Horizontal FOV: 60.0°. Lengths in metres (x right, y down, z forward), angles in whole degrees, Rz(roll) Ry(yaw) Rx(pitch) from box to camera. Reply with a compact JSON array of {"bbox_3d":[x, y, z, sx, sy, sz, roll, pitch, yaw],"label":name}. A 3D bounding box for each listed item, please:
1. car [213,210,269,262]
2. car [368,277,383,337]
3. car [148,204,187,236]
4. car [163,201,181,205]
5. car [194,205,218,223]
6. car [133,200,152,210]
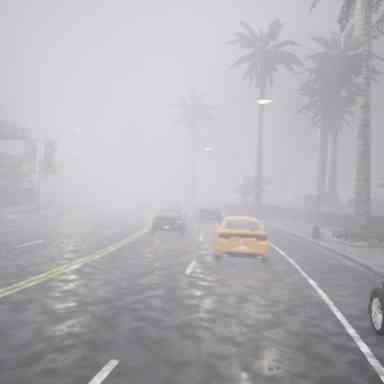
[{"bbox_3d":[1.914,1.721,13.428,1.882,1.535,5.008,2,-1,5],"label":"car"},{"bbox_3d":[3.789,1.711,4.107,1.837,1.490,4.892,2,-1,11],"label":"car"},{"bbox_3d":[-1.316,1.716,19.956,1.812,1.442,4.674,2,-1,1],"label":"car"},{"bbox_3d":[-2.816,1.958,46.480,1.837,1.490,4.892,3,-1,-21],"label":"car"},{"bbox_3d":[1.338,1.902,30.116,1.882,1.535,5.008,3,-1,-7],"label":"car"},{"bbox_3d":[-7.035,1.817,47.525,1.812,1.442,4.674,3,-1,-24],"label":"car"}]
